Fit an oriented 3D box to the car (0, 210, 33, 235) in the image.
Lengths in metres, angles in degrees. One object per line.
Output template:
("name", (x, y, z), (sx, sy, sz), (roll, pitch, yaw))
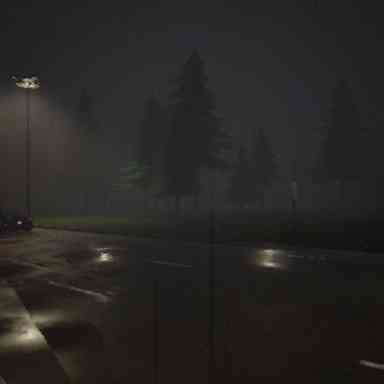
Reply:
("car", (-11.994, 1.856, 21.140), (4.181, 1.385, 1.994), (-1, -1, 35))
